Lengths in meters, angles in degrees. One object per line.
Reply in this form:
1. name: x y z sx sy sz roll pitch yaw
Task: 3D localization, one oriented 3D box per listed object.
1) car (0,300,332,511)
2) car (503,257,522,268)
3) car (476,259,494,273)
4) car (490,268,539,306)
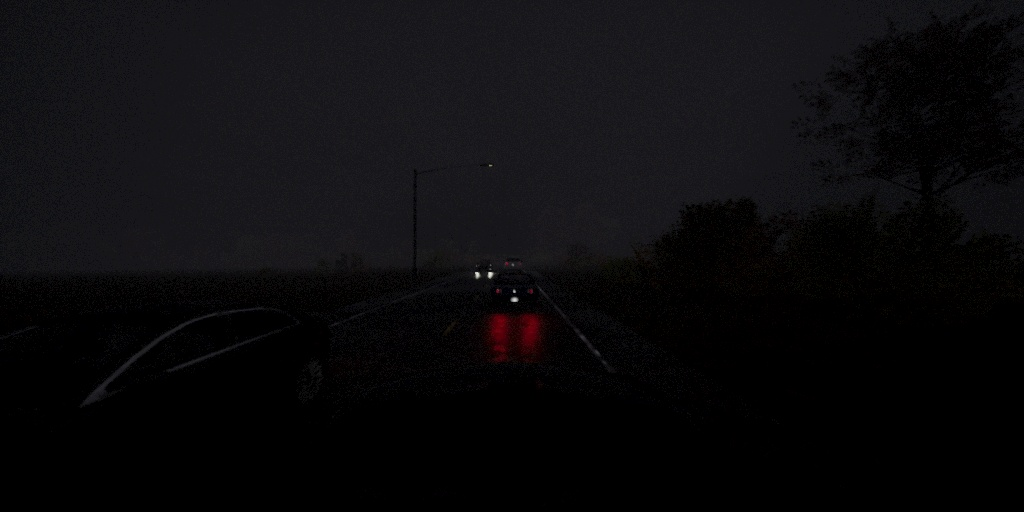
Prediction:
1. car: -3.598 1.247 3.386 2.128 1.511 4.902 0 0 0
2. car: 0.104 1.102 45.361 2.150 2.045 5.566 0 0 0
3. car: -3.548 1.237 47.153 2.097 1.767 4.553 0 0 0
4. car: 0.102 1.393 16.041 1.895 1.301 4.718 0 0 0
